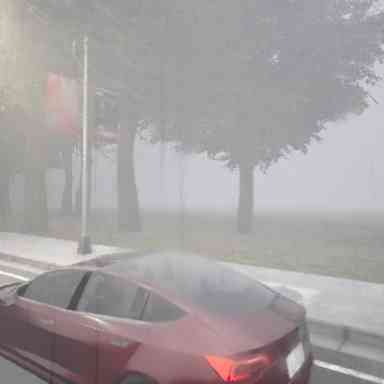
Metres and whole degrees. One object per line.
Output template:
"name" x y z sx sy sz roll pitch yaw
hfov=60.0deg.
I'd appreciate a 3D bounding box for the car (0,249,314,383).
"car" -0.996 1.508 4.271 4.792 1.488 2.163 0 0 35
